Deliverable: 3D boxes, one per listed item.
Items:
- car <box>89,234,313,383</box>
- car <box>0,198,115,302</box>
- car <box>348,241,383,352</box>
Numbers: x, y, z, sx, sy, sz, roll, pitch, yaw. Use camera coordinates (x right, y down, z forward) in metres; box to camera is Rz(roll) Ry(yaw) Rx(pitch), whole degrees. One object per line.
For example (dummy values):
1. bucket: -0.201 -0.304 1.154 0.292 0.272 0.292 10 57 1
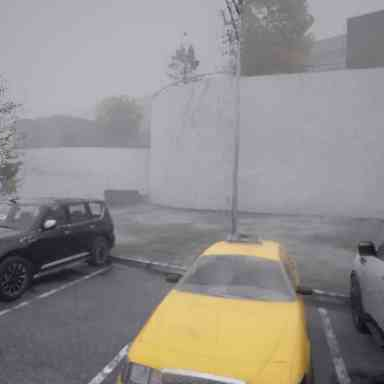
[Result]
1. car: 0.746 1.472 5.054 1.946 1.575 5.366 1 0 15
2. car: -4.094 1.189 8.691 2.435 2.045 5.566 1 0 16
3. car: 3.247 1.239 3.516 2.435 2.045 5.566 0 -1 15
